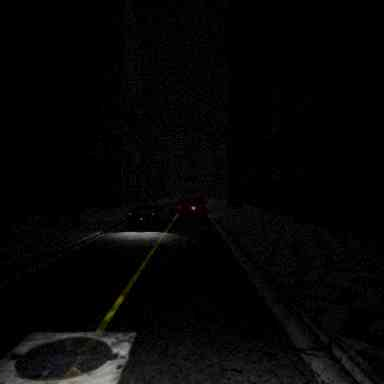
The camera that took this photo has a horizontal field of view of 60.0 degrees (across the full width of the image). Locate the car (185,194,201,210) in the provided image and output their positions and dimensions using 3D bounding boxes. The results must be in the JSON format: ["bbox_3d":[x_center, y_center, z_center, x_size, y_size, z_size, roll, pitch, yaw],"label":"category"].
[{"bbox_3d":[0.129,1.318,46.080,2.150,2.045,5.566,0,0,0],"label":"car"}]

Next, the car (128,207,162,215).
[{"bbox_3d":[-2.995,1.219,22.374,2.033,1.411,5.357,0,0,0],"label":"car"}]

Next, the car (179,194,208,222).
[{"bbox_3d":[0.106,1.260,26.996,2.150,2.045,5.566,0,0,0],"label":"car"}]
